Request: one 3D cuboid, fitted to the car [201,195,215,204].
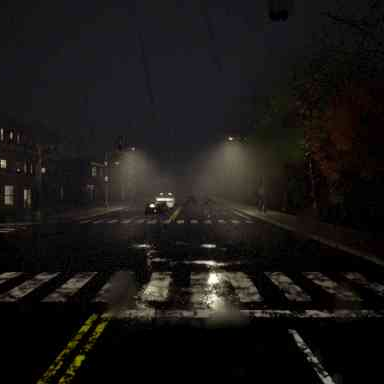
[{"bbox_3d":[3.214,1.578,61.774,1.895,1.301,4.718,0,0,0],"label":"car"}]

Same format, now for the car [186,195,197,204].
[{"bbox_3d":[-0.144,1.481,62.709,1.837,1.490,4.892,0,0,0],"label":"car"}]

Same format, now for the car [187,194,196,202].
[{"bbox_3d":[-0.167,1.281,73.127,1.882,1.535,5.008,0,0,0],"label":"car"}]

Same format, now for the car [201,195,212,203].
[{"bbox_3d":[3.085,1.495,73.260,2.128,1.511,4.902,0,0,0],"label":"car"}]

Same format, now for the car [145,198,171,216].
[{"bbox_3d":[-3.412,1.554,32.760,1.994,1.385,4.181,0,0,0],"label":"car"}]

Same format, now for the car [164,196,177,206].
[{"bbox_3d":[-3.446,1.486,53.629,1.837,1.490,4.892,0,0,0],"label":"car"}]

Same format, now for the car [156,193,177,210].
[{"bbox_3d":[-3.429,1.207,43.161,2.150,2.045,5.566,0,0,0],"label":"car"}]
